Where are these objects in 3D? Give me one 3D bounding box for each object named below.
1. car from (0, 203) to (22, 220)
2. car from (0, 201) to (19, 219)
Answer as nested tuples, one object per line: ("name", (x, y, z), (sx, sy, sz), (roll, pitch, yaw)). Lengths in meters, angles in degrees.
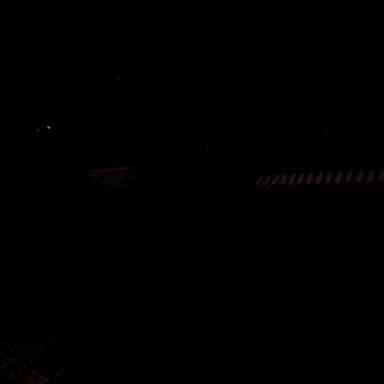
("car", (-14.986, 1.487, 24.130), (1.895, 1.301, 4.718), (-1, 0, 35))
("car", (-16.488, 1.497, 26.556), (1.947, 1.339, 4.313), (-1, 0, 36))
